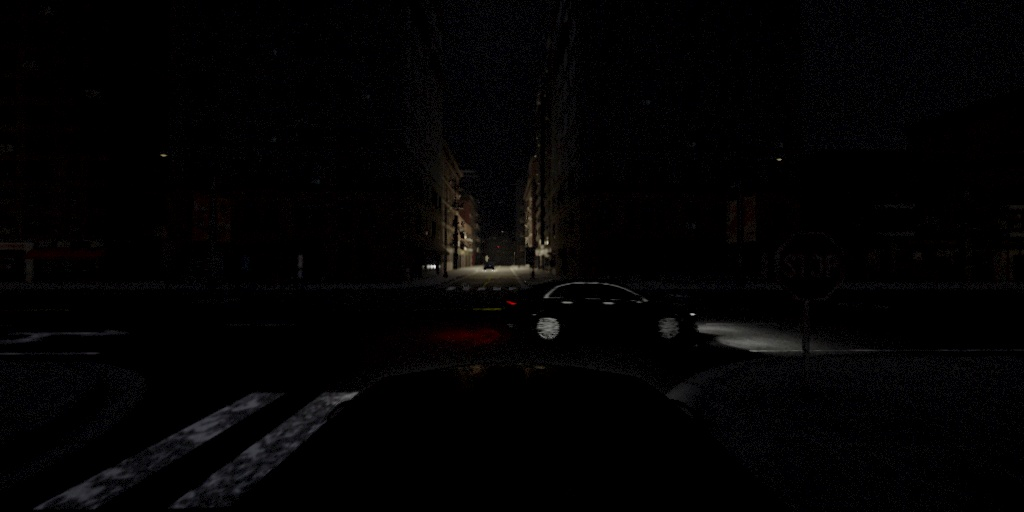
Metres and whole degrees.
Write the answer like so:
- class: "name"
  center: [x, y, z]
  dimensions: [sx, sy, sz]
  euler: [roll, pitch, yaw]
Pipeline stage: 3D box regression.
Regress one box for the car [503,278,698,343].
- class: "car"
  center: [2.225, 1.336, 9.381]
  dimensions: [4.892, 1.490, 1.837]
  euler: [0, -1, -1]
